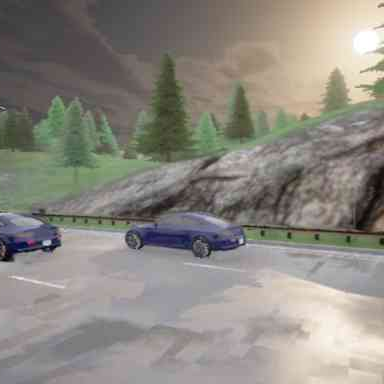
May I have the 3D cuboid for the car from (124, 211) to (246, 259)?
[{"bbox_3d":[-0.337,1.437,12.176,4.674,1.442,1.812,0,0,31],"label":"car"}]

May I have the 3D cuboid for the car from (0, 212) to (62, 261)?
[{"bbox_3d":[-6.651,1.455,11.854,4.674,1.442,1.812,0,1,30],"label":"car"}]
